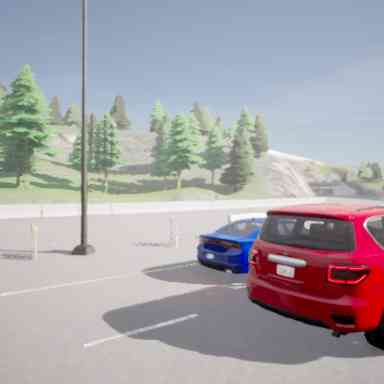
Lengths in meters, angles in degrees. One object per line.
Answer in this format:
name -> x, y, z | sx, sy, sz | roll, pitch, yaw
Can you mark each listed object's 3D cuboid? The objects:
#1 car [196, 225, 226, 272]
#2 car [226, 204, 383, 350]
car -> 2.429, 1.517, 10.095 | 5.008, 1.535, 1.882 | 0, 0, -38
car -> 3.487, 1.250, 6.475 | 5.566, 2.045, 2.150 | 0, 0, -38
